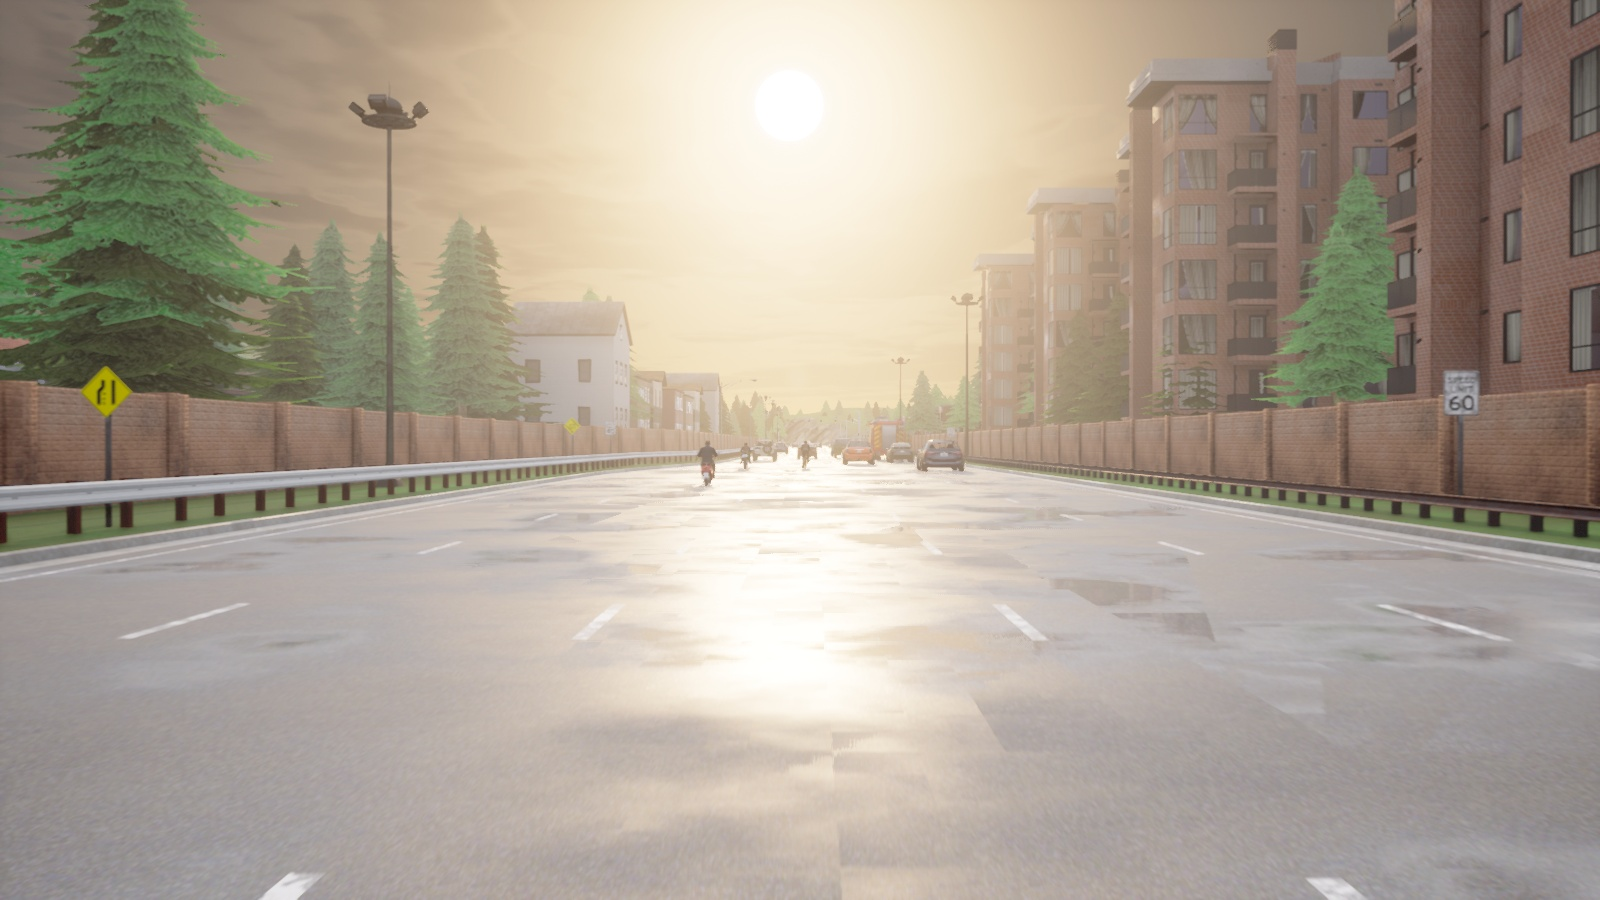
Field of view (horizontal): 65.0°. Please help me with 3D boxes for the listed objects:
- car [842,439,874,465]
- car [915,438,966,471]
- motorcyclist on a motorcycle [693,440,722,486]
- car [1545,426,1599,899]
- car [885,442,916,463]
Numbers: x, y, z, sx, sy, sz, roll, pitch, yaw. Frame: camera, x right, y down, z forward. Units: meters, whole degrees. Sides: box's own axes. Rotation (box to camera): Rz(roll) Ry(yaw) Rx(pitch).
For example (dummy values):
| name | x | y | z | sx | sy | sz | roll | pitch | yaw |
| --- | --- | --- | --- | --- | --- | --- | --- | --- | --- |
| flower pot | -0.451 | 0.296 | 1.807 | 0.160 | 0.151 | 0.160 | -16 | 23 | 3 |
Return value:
| name | x | y | z | sx | sy | sz | roll | pitch | yaw |
| --- | --- | --- | --- | --- | --- | --- | --- | --- | --- |
| car | 4.010 | 0.116 | 87.343 | 2.097 | 1.767 | 4.553 | 0 | 0 | 0 |
| car | 7.392 | 0.221 | 66.575 | 2.242 | 1.667 | 4.611 | 0 | 0 | 0 |
| motorcyclist on a motorcycle | -3.235 | 0.448 | 44.196 | 0.866 | 1.590 | 1.817 | 0 | 0 | 0 |
| car | 3.525 | 0.696 | 1.708 | 2.128 | 1.511 | 4.902 | 0 | 0 | 0 |
| car | 7.552 | 0.165 | 94.811 | 2.007 | 1.525 | 4.514 | 0 | 0 | 0 |
